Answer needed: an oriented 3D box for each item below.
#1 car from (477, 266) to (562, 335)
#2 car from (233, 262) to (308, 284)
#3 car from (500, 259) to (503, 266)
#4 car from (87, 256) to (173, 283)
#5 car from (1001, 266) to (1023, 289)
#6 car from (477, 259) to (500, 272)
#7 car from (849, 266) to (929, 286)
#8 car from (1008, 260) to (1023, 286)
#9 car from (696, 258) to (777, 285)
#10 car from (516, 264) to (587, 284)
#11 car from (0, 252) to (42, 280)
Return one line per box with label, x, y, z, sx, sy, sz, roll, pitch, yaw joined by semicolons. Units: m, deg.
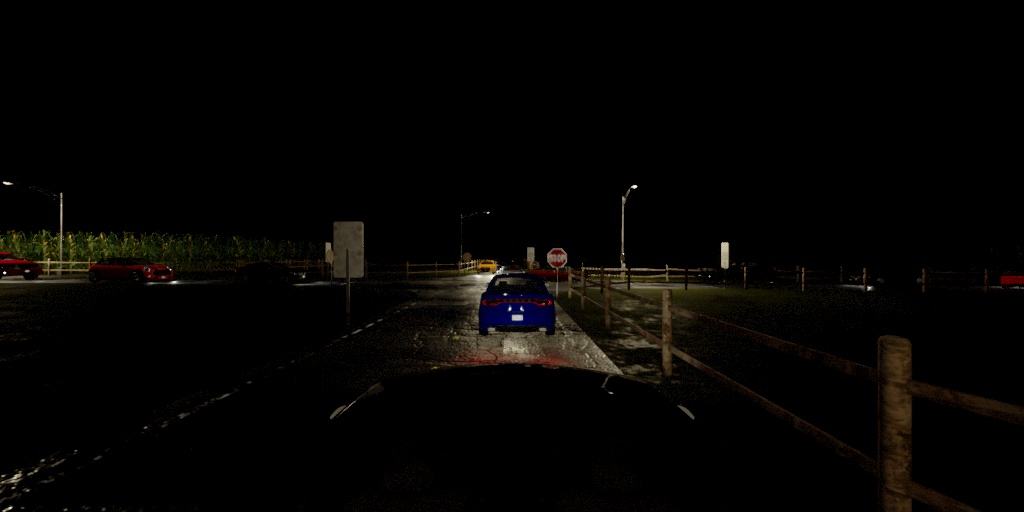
car;0.124;1.230;10.494;1.882;1.535;5.008;0;0;0
car;-17.013;1.163;25.318;4.674;1.442;1.812;0;0;1
car;-2.709;1.326;51.001;1.994;1.385;4.181;0;0;0
car;-26.945;0.911;25.442;4.553;1.767;2.097;0;0;1
car;37.035;1.446;24.666;4.553;1.767;2.097;1;0;1
car;-2.784;1.238;40.984;1.882;1.535;5.008;0;0;1
car;29.037;1.513;27.709;4.892;1.490;1.837;0;0;1
car;42.440;1.361;27.509;5.566;2.045;2.150;1;0;1
car;17.382;1.133;27.853;5.566;2.045;2.150;1;0;1
car;2.998;1.376;26.021;4.718;1.301;1.895;1;0;-25
car;-37.283;0.700;25.573;5.566;2.045;2.150;0;0;1
